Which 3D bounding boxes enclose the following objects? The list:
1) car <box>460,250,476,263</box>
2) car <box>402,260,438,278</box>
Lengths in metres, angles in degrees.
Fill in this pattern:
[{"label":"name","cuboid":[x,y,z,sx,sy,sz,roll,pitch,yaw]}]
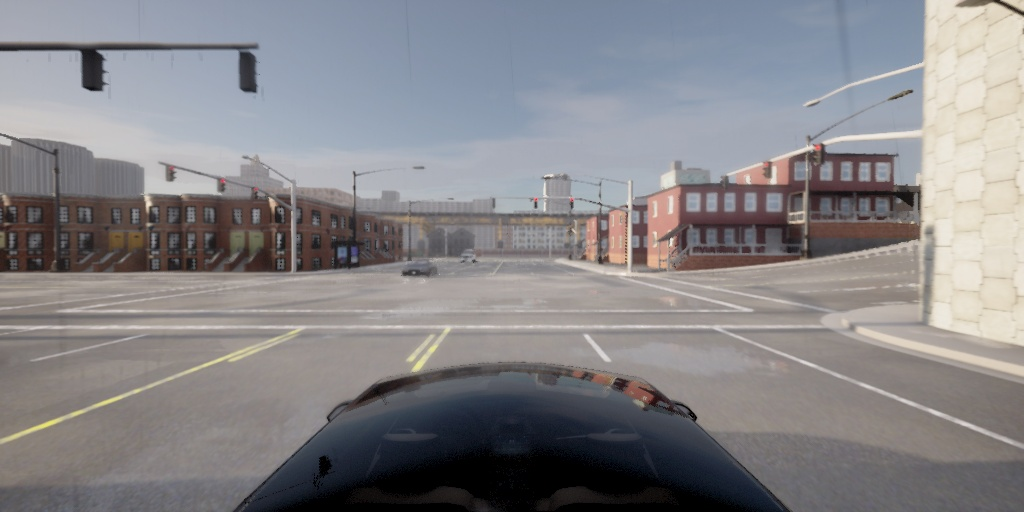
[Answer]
[{"label":"car","cuboid":[-6.994,0.027,57.587,2.150,2.045,5.566,0,2,0]},{"label":"car","cuboid":[-7.000,0.968,27.591,1.994,1.385,4.181,0,1,0]}]
